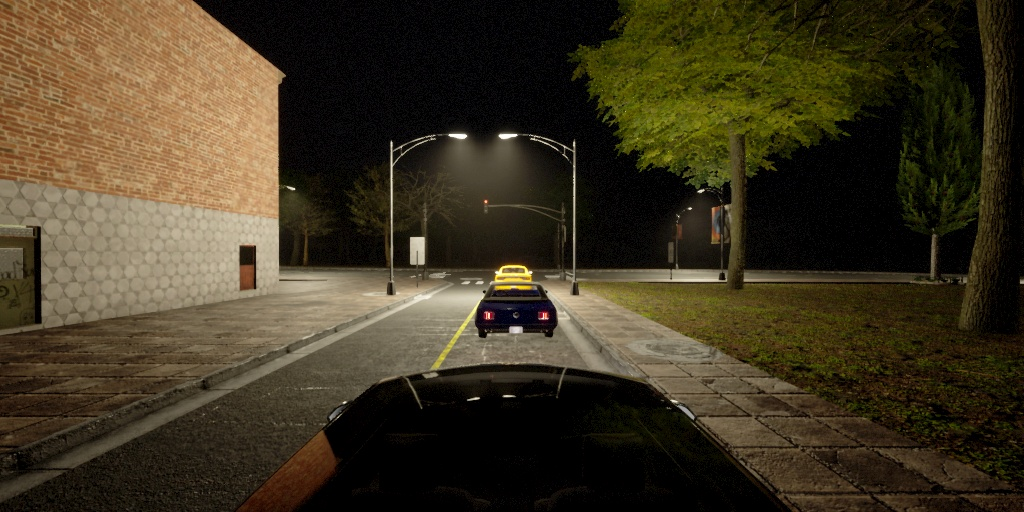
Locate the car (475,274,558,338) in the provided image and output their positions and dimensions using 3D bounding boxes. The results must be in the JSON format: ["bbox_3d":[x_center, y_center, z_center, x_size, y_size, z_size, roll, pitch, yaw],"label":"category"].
[{"bbox_3d":[0.094,1.356,10.174,1.895,1.301,4.718,0,0,0],"label":"car"}]

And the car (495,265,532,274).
[{"bbox_3d":[0.091,1.255,19.519,1.882,1.535,5.008,0,0,1],"label":"car"}]
